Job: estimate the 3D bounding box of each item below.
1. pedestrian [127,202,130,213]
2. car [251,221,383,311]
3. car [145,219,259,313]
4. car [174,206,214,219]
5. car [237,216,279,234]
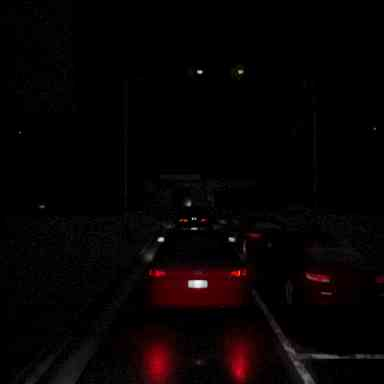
[{"bbox_3d":[-6.753,1.634,34.993,0.500,1.100,0.500,0,0,0],"label":"pedestrian"},{"bbox_3d":[2.667,1.574,7.460,1.802,1.307,4.206,1,0,0],"label":"car"},{"bbox_3d":[0.107,1.556,7.750,1.994,1.385,4.181,0,0,0],"label":"car"},{"bbox_3d":[0.095,1.488,17.735,1.837,1.490,4.892,0,0,0],"label":"car"},{"bbox_3d":[2.678,1.569,12.899,1.802,1.307,4.206,1,0,0],"label":"car"}]
